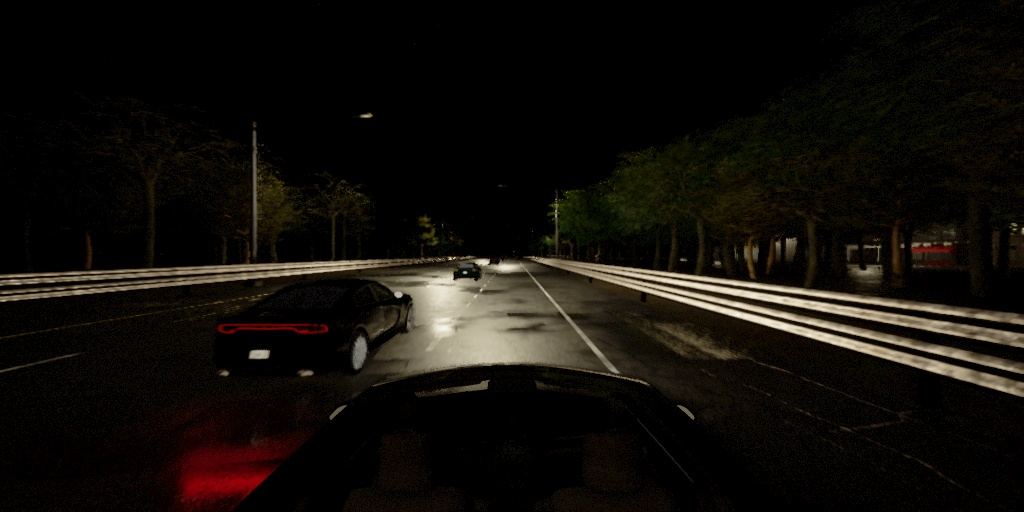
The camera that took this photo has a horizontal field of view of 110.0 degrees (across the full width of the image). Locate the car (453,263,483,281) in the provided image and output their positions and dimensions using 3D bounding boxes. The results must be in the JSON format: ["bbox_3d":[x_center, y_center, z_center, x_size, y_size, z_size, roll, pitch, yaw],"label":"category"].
[{"bbox_3d":[-3.463,1.199,28.572,1.994,1.385,4.181,0,0,0],"label":"car"}]

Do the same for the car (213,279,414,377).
[{"bbox_3d":[-3.498,1.202,7.445,1.882,1.535,5.008,0,0,0],"label":"car"}]
